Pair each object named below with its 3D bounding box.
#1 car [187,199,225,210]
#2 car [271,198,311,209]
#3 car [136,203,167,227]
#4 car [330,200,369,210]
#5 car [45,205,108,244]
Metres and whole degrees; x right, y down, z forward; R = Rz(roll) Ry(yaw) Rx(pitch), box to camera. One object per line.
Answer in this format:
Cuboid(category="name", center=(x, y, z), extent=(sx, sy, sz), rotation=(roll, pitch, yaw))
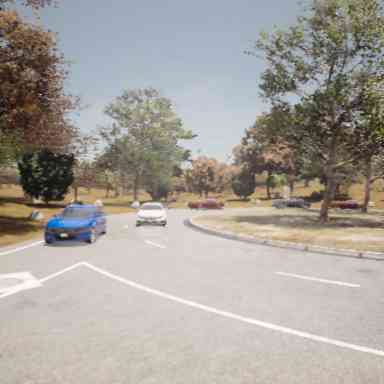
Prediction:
Cuboid(category="car", center=(1.701, 1.520, 40.664), extent=(4.718, 1.301, 1.895), rotation=(0, 0, -38))
Cuboid(category="car", center=(12.481, 1.452, 41.998), extent=(4.902, 1.511, 2.128), rotation=(1, 0, -5))
Cuboid(category="car", center=(-2.651, 1.446, 22.144), extent=(1.812, 1.442, 4.674), rotation=(0, 0, -4))
Cuboid(category="car", center=(21.034, 1.750, 44.754), extent=(4.718, 1.301, 1.895), rotation=(1, 0, 15))
Cuboid(category="car", center=(-5.153, 1.385, 15.363), extent=(1.882, 1.535, 5.008), rotation=(1, 0, -5))
